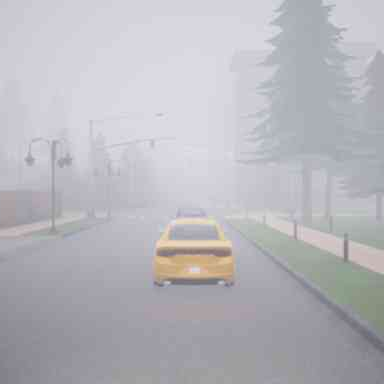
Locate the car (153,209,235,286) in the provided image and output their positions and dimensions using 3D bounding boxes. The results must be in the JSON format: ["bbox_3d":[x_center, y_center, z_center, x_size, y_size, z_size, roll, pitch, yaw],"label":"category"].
[{"bbox_3d":[0.031,1.472,9.401,1.882,1.535,5.008,0,0,-1],"label":"car"}]
